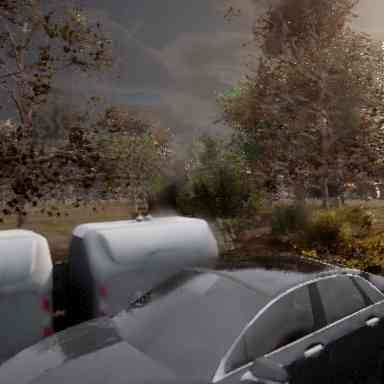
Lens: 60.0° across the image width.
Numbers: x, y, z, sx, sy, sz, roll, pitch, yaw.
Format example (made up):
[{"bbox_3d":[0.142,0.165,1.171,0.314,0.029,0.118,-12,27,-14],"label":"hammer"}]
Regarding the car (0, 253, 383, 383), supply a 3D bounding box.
[{"bbox_3d":[0.530,1.507,3.450,4.892,1.490,1.837,0,0,-36],"label":"car"}]
